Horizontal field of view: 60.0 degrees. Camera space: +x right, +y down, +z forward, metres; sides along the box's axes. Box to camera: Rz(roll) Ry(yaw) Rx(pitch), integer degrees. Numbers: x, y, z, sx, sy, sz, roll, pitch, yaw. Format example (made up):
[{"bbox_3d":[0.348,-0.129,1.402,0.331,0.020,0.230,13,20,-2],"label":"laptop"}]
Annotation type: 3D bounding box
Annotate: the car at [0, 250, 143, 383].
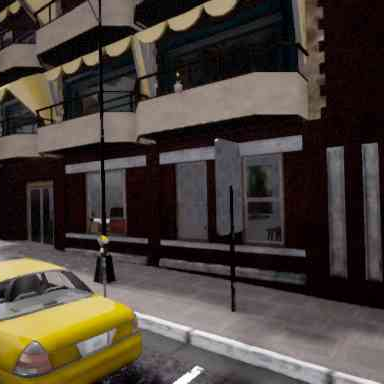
[{"bbox_3d":[-2.862,1.528,4.788,4.829,1.417,1.752,0,-2,36],"label":"car"}]
